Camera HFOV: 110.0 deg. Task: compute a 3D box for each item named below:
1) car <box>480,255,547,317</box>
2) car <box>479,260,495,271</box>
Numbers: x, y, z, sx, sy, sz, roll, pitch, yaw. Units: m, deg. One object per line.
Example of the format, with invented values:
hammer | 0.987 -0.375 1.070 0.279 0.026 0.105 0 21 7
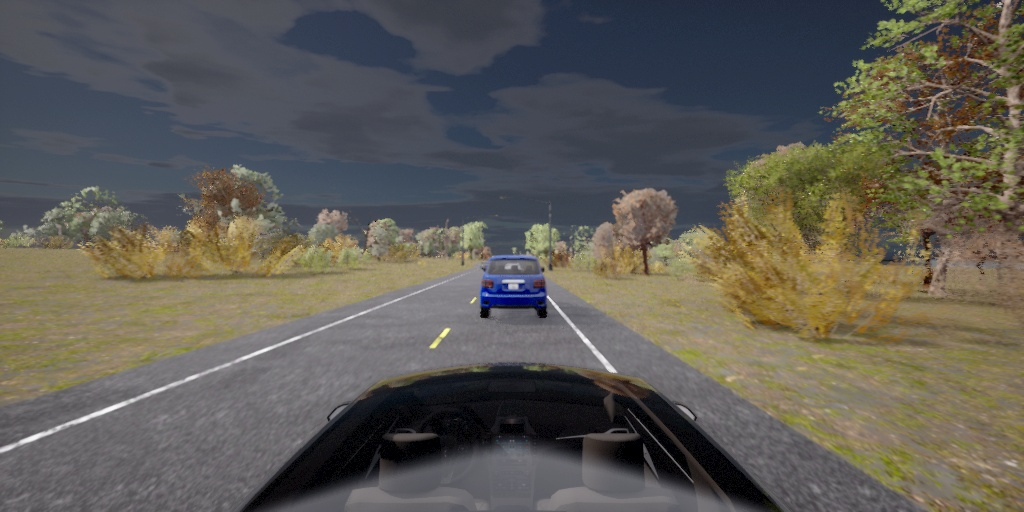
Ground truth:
car | 0.067 0.984 13.292 2.150 2.045 5.566 0 0 0
car | -3.568 1.374 52.460 1.994 1.385 4.181 0 0 0
